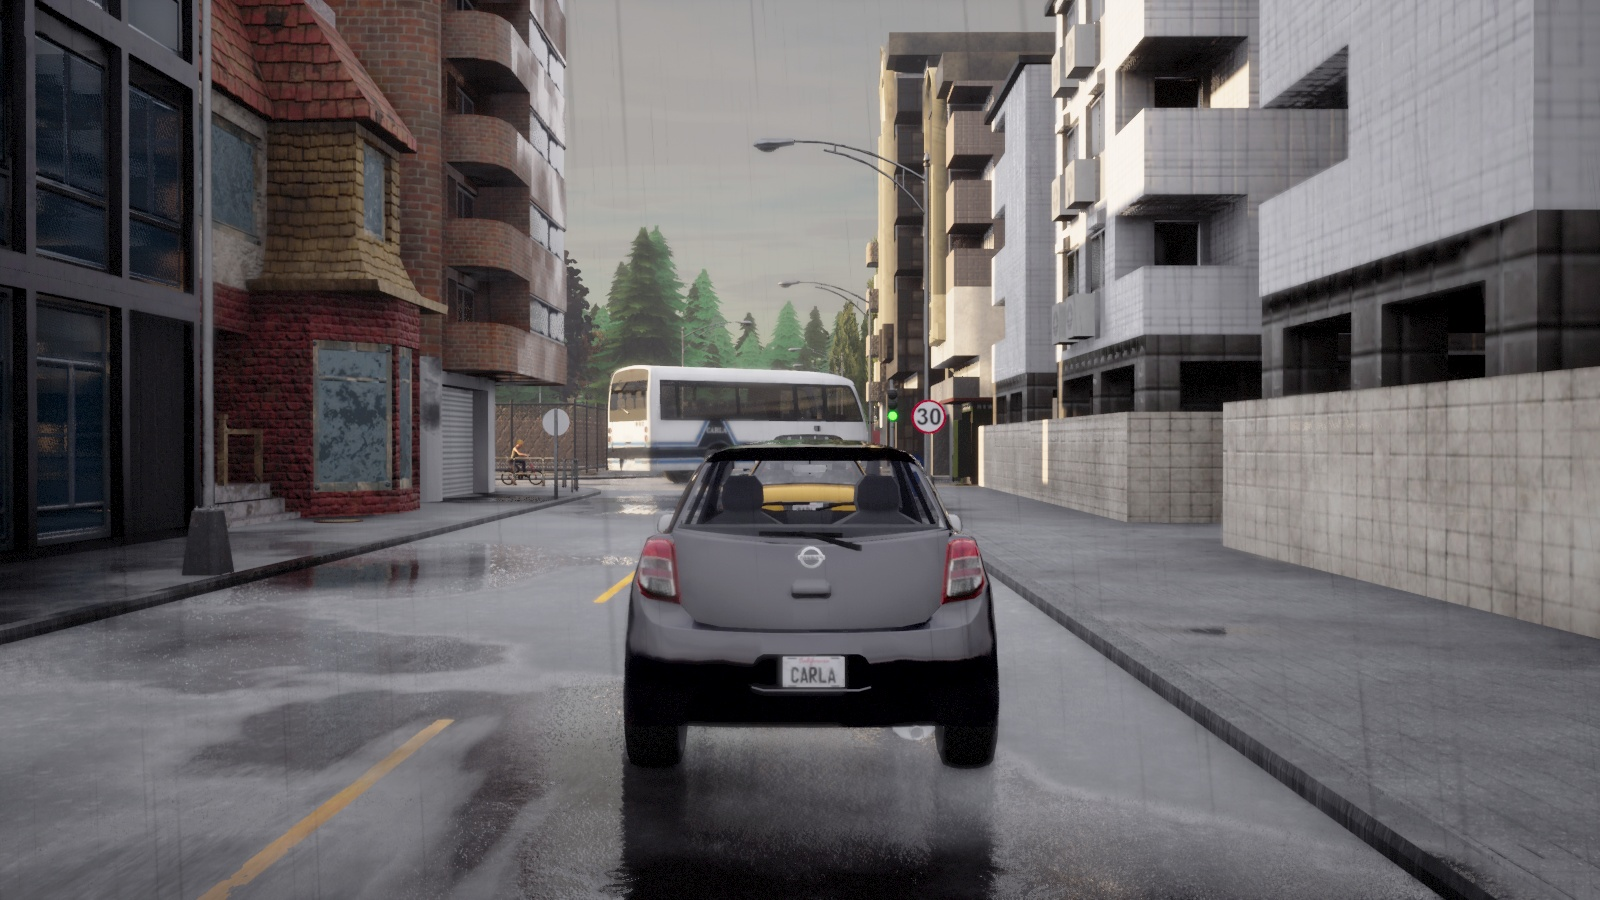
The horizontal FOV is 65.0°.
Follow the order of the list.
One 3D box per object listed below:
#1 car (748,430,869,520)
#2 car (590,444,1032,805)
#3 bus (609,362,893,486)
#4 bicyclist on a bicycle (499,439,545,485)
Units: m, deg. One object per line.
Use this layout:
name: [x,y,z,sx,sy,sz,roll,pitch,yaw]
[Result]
car: [0.165,0.447,25.670,2.242,1.667,4.611,0,0,0]
car: [0.054,0.721,7.057,1.845,1.501,3.633,0,0,0]
bus: [-1.685,-0.906,47.496,10.273,4.253,3.944,0,0,-36]
bicyclist on a bicycle: [-9.837,0.424,44.483,1.509,1.612,0.866,0,0,-5]
